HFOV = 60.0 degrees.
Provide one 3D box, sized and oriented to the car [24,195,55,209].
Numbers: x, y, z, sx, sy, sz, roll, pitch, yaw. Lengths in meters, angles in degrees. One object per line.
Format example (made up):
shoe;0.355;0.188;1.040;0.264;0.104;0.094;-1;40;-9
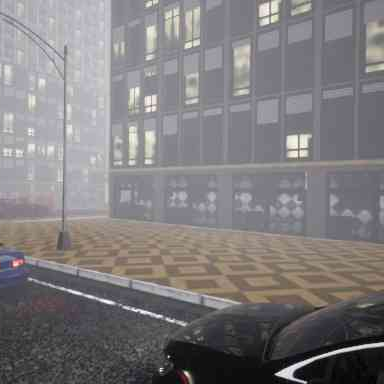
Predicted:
car;-18.348;1.364;37.463;2.150;2.045;5.566;1;0;37

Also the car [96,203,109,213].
car;-9.183;1.828;40.120;1.752;1.417;4.829;1;0;37

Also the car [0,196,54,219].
car;-15.999;1.517;30.922;2.192;1.841;5.009;1;0;37

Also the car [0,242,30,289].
car;-6.046;1.543;8.016;5.357;1.411;2.033;0;0;36

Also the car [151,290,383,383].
car;1.874;1.505;2.346;4.892;1.490;1.837;0;0;35
